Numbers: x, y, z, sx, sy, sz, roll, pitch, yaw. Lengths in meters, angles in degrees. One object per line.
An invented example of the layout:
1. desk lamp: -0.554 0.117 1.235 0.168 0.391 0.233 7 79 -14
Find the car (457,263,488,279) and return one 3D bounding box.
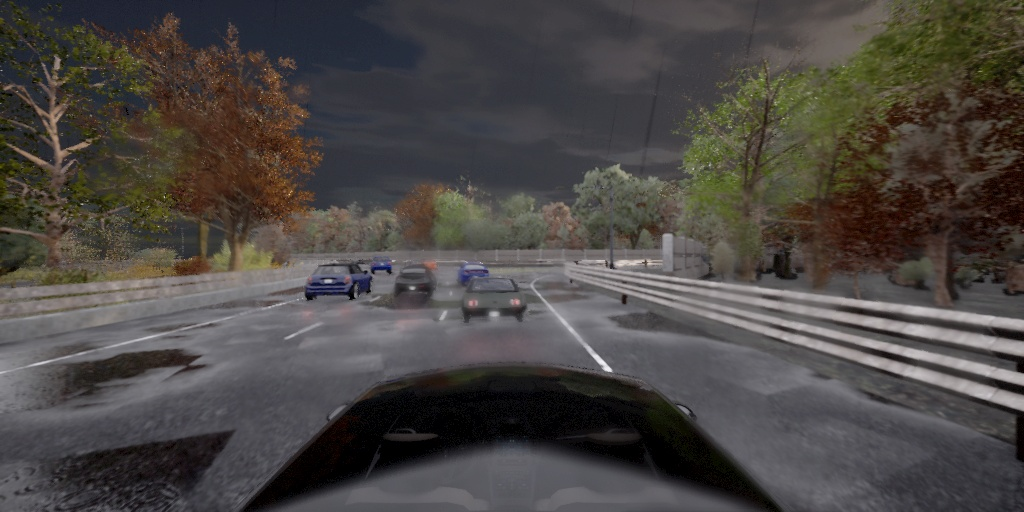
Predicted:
1. car: -2.843 1.242 25.807 1.882 1.535 5.008 0 0 -13

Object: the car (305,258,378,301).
1. car: -8.437 1.134 17.919 2.097 1.767 4.553 0 0 -9

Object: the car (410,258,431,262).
1. car: -10.502 1.284 39.299 2.128 1.511 4.902 0 0 -20

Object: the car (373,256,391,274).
1. car: -15.604 1.032 42.626 2.150 2.045 5.566 0 0 -23

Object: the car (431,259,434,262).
1. car: -12.612 1.154 52.685 2.097 1.767 4.553 0 0 -26

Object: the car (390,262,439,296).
1. car: -5.133 1.275 19.421 1.837 1.490 4.892 0 0 -10

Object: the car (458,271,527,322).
1. car: -0.706 1.355 12.348 1.895 1.301 4.718 0 0 -5
